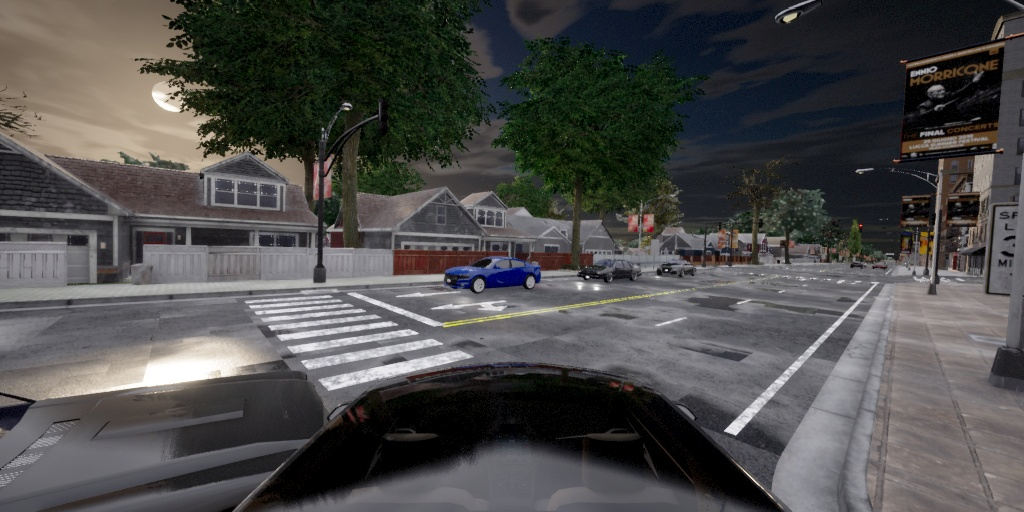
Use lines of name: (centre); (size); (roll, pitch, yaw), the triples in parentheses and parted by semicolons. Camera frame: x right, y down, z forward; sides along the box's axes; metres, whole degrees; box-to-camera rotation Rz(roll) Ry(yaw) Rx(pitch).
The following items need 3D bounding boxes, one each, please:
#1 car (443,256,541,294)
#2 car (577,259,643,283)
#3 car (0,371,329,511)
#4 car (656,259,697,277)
car: (-0.789, 0.770, 16.656); (5.008, 1.535, 1.882); (0, 3, -43)
car: (6.529, 0.900, 23.415); (5.357, 1.411, 2.033); (0, 3, -43)
car: (-3.322, 1.279, 1.524); (4.718, 1.301, 1.895); (1, 2, -33)
car: (13.879, 0.980, 30.175); (4.181, 1.385, 1.994); (0, 3, -43)
